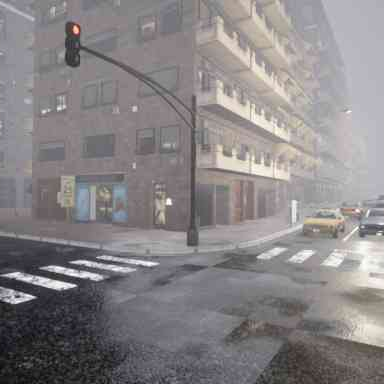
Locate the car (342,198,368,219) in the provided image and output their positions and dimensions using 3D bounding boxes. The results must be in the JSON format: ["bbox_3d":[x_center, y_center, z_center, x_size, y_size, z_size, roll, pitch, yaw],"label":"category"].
[{"bbox_3d":[13.163,1.457,27.695,1.967,1.590,4.097,1,1,31],"label":"car"}]

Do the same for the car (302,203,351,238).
[{"bbox_3d":[7.193,1.535,17.918,1.752,1.417,4.829,1,1,31],"label":"car"}]

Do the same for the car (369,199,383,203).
[{"bbox_3d":[15.159,1.543,26.010,1.812,1.442,4.674,0,0,32],"label":"car"}]

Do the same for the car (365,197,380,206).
[{"bbox_3d":[30.805,1.592,56.591,2.008,1.369,4.403,1,1,31],"label":"car"}]

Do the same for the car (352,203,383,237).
[{"bbox_3d":[9.991,1.559,17.561,2.033,1.411,5.357,0,0,31],"label":"car"}]

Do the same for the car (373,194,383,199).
[{"bbox_3d":[20.782,1.246,35.158,2.150,2.045,5.566,0,0,32],"label":"car"}]

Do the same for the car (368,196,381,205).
[{"bbox_3d":[33.747,1.486,61.406,1.967,1.590,4.097,1,1,31],"label":"car"}]

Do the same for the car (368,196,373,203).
[{"bbox_3d":[24.924,1.577,46.959,1.887,1.381,4.507,1,1,31],"label":"car"}]
